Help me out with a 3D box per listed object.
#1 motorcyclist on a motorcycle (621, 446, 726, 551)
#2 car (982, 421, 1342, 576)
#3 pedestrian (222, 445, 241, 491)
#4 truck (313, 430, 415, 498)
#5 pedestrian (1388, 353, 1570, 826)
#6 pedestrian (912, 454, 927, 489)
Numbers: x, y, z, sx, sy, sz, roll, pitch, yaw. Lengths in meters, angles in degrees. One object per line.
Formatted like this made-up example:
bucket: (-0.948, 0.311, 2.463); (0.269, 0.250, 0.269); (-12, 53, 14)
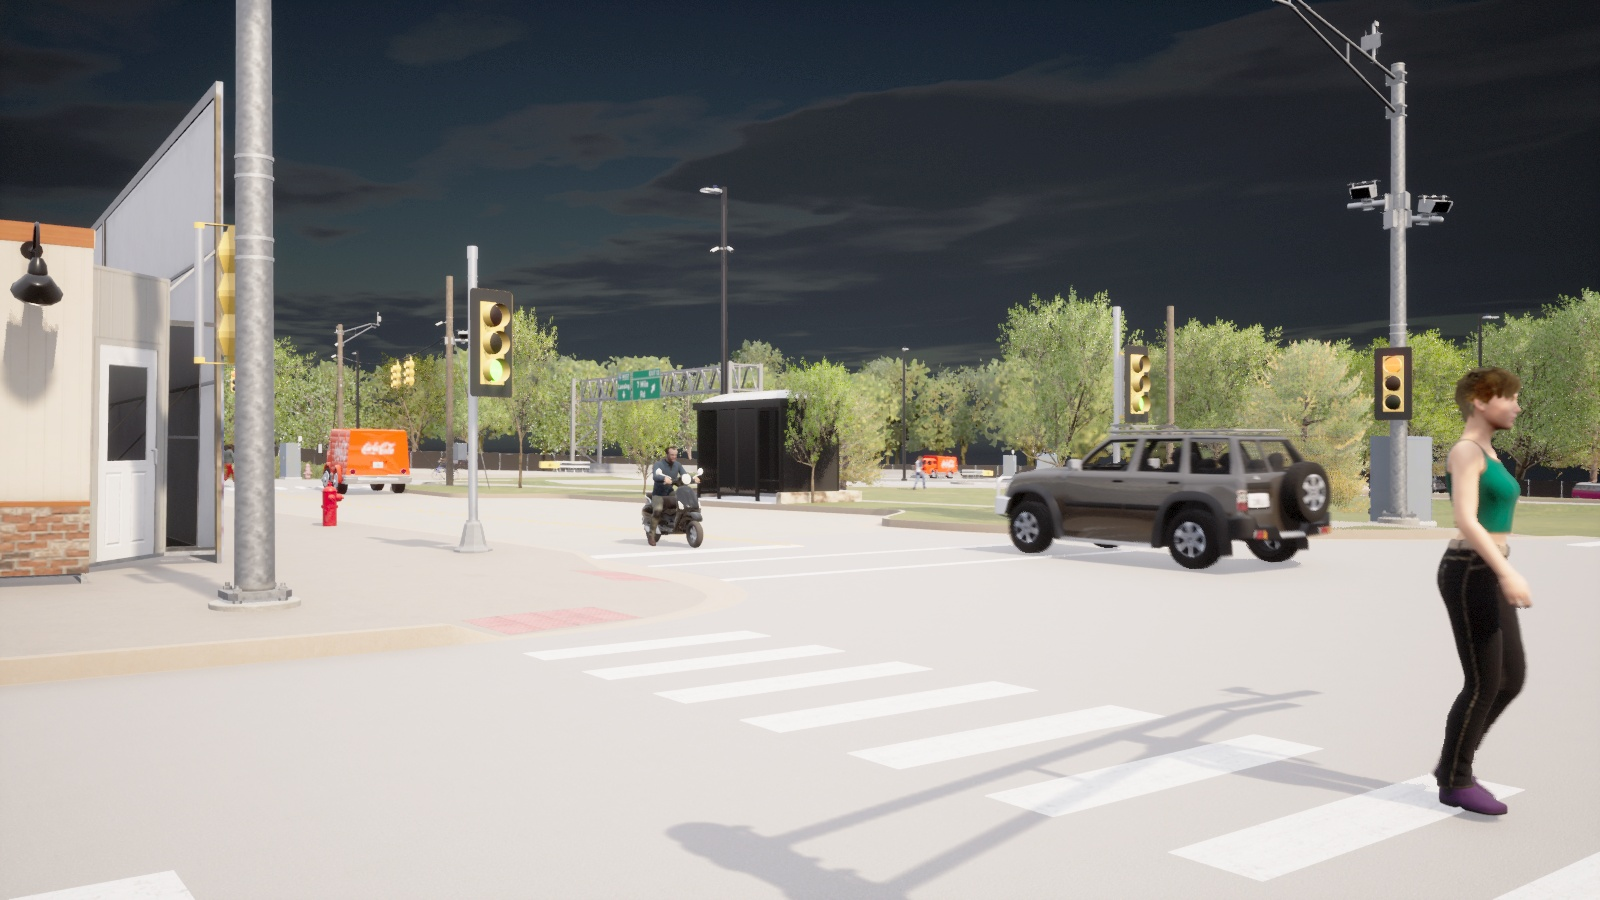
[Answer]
motorcyclist on a motorcycle: (-2.040, 0.744, 20.081); (0.866, 1.590, 1.817); (0, 0, -36)
car: (4.834, 0.569, 17.436); (1.932, 1.855, 4.605); (0, 0, -35)
pedestrian: (-22.773, 0.711, 50.306); (0.353, 1.847, 0.614); (0, 0, 38)
truck: (-16.951, 0.484, 48.656); (2.627, 2.467, 5.204); (0, 1, -32)
pedestrian: (2.810, 0.543, 5.205); (0.594, 1.836, 0.345); (0, 0, 41)
pedestrian: (6.244, 1.119, 65.458); (0.706, 1.836, 0.354); (0, 0, -31)
